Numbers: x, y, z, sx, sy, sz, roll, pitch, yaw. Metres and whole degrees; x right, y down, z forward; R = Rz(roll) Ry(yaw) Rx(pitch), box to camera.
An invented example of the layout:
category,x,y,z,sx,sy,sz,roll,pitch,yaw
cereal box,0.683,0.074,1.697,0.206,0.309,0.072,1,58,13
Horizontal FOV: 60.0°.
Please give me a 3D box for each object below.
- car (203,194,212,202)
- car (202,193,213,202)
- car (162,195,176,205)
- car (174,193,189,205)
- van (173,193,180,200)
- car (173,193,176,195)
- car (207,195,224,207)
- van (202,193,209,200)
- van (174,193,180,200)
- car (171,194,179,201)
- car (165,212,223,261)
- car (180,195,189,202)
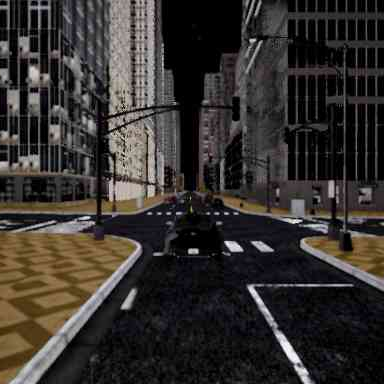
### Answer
category,x,y,z,sx,sy,sz,roll,pitch,yaw
car,3.662,1.397,78.777,1.967,1.590,4.097,0,0,0
car,3.694,1.281,73.249,2.192,1.841,5.009,0,0,0
car,-4.094,1.568,56.622,1.802,1.307,4.206,0,0,0
car,-1.589,1.475,58.585,2.128,1.511,4.902,0,0,0
van,-4.280,1.282,89.788,1.690,1.788,3.998,0,0,0
car,-4.187,1.532,73.205,1.947,1.339,4.313,0,0,0
car,3.867,1.556,51.140,1.947,1.339,4.313,0,0,0
van,3.600,1.282,89.832,1.690,1.788,3.998,0,0,0
van,-4.311,1.274,95.315,1.690,1.788,3.998,0,0,0
car,-4.249,1.390,84.260,1.967,1.590,4.097,0,0,0
car,0.081,1.500,12.205,1.837,1.490,4.892,0,0,1
car,-1.627,1.482,74.122,2.128,1.511,4.902,0,0,0
